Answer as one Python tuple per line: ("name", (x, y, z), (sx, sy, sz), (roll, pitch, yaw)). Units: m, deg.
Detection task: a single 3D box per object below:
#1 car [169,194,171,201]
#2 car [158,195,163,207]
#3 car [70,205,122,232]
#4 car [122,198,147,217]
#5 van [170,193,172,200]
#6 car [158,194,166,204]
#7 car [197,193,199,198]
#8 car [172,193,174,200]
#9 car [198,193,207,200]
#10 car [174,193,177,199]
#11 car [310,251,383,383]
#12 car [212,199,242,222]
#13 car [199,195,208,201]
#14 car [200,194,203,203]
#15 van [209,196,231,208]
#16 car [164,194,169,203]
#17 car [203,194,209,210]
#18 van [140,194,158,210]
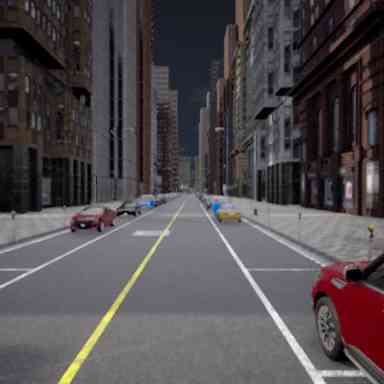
("car", (-5.760, 1.467, 64.900), (1.887, 1.381, 4.507), (0, 0, 0))
("car", (-5.761, 1.506, 47.990), (1.947, 1.339, 4.313), (0, 0, 0))
("car", (-5.763, 1.516, 19.806), (1.887, 1.381, 4.507), (0, 0, 0))
("car", (-5.762, 1.524, 31.079), (1.947, 1.339, 4.313), (0, 0, 0))
("van", (-5.760, 1.257, 70.537), (1.690, 1.788, 3.998), (0, 0, 0))
("car", (-5.761, 1.500, 53.626), (1.947, 1.339, 4.313), (0, 0, 0))
("car", (2.765, 1.226, 76.182), (2.192, 1.841, 5.009), (0, 0, 0))
("car", (-5.760, 1.351, 76.173), (1.967, 1.590, 4.097), (0, 0, 0))
("car", (2.765, 1.362, 64.909), (1.967, 1.590, 4.097), (0, 0, 0))
("car", (-5.759, 1.339, 87.447), (1.967, 1.590, 4.097), (0, 0, 0))
("car", (2.760, 1.310, 2.910), (2.192, 1.841, 5.009), (0, 0, 0))
("car", (2.762, 1.489, 25.625), (1.752, 1.417, 4.829), (0, 0, 0))
("car", (2.766, 1.450, 81.819), (1.887, 1.381, 4.507), (0, 0, 0))
("car", (2.764, 1.485, 53.637), (2.008, 1.369, 4.403), (0, 0, 0))
("van", (2.762, 1.299, 31.091), (1.690, 1.788, 3.998), (0, 0, 0))
("car", (-5.761, 1.243, 59.263), (2.192, 1.841, 5.009), (0, 0, 0))
("car", (2.763, 1.386, 42.364), (1.967, 1.590, 4.097), (0, 0, 0))
("van", (-5.762, 1.287, 42.353), (1.690, 1.788, 3.998), (0, 0, 0))
